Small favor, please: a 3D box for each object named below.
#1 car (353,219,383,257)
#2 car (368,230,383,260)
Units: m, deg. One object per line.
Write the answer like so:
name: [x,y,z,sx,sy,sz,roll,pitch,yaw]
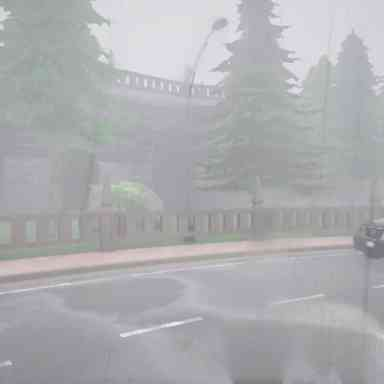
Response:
car: [8.053,1.221,10.664,5.566,2.045,2.150,0,0,-13]
car: [6.000,1.526,6.367,4.674,1.442,1.812,0,0,-18]
